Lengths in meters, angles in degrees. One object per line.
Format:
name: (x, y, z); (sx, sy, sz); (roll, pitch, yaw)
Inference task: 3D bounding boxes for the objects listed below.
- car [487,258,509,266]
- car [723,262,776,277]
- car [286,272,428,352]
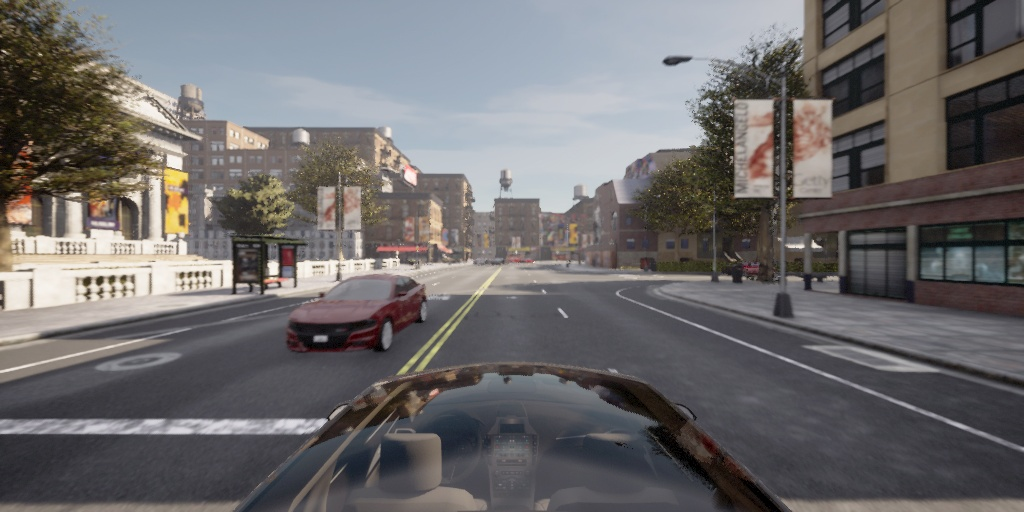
car: (-2.481, 1.059, 65.408); (1.882, 1.535, 5.008); (0, 0, 11)
car: (22.183, 1.230, 33.609); (4.181, 1.385, 1.994); (0, 0, 0)
car: (-3.498, 1.209, 9.045); (1.882, 1.535, 5.008); (0, 1, 0)
